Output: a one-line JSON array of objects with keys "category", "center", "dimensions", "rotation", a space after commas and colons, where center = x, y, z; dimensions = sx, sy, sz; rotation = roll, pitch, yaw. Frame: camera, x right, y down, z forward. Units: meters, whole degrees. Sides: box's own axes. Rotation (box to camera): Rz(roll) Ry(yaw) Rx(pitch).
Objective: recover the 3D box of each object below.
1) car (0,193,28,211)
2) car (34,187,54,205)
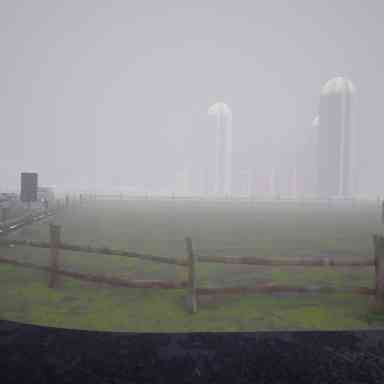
[{"category": "car", "center": [-16.195, 0.826, 29.146], "dimensions": [2.128, 1.511, 4.902], "rotation": [2, 1, -10]}, {"category": "car", "center": [-18.030, 0.395, 39.599], "dimensions": [2.150, 2.045, 5.566], "rotation": [2, 1, -9]}]
